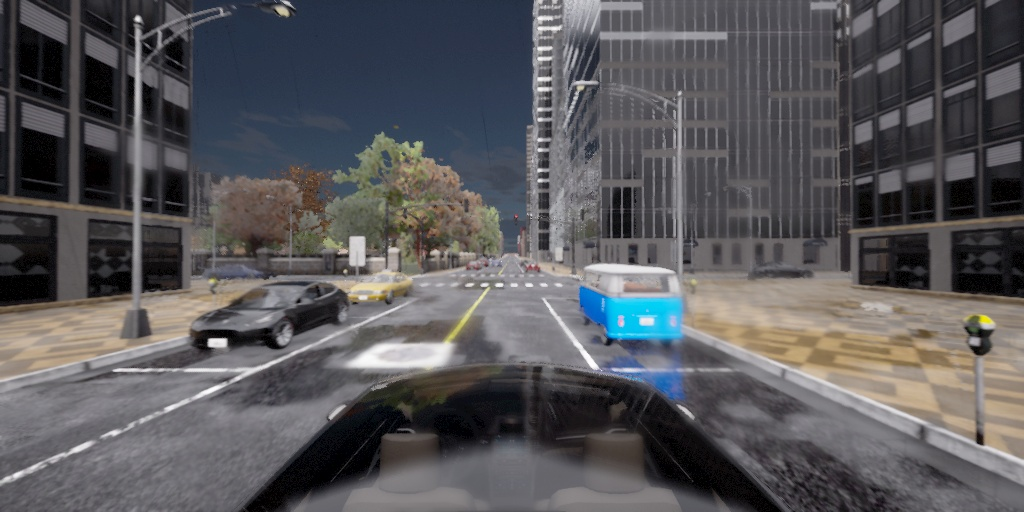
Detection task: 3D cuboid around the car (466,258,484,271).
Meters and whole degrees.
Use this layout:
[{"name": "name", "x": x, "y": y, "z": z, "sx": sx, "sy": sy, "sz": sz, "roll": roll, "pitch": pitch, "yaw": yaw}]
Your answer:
[{"name": "car", "x": -5.696, "y": 1.455, "z": 53.011, "sx": 1.888, "sy": 1.381, "sz": 4.507, "roll": 0, "pitch": 0, "yaw": 0}]

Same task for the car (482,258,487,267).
[{"name": "car", "x": -5.696, "y": 1.479, "z": 58.694, "sx": 2.007, "sy": 1.370, "sz": 4.403, "roll": 0, "pitch": 0, "yaw": 0}]

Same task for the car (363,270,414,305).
[{"name": "car", "x": -5.822, "y": 1.322, "z": 16.441, "sx": 1.751, "sy": 1.417, "sz": 4.829, "roll": 0, "pitch": 0, "yaw": 0}]

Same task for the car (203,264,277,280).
[{"name": "car", "x": -23.527, "y": 1.439, "z": 31.085, "sx": 5.357, "sy": 1.411, "sz": 2.033, "roll": 0, "pitch": 0, "yaw": 1}]

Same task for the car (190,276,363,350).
[{"name": "car", "x": -5.773, "y": 1.340, "z": 9.207, "sx": 1.948, "sy": 1.339, "sz": 4.313, "roll": 0, "pitch": 0, "yaw": 0}]

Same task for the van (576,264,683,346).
[{"name": "van", "x": 2.770, "y": 1.115, "z": 9.209, "sx": 1.690, "sy": 1.789, "sz": 3.998, "roll": 0, "pitch": 0, "yaw": 0}]

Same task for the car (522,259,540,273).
[{"name": "car", "x": 2.686, "y": 1.332, "z": 47.334, "sx": 1.967, "sy": 1.591, "sz": 4.097, "roll": 0, "pitch": 0, "yaw": 0}]

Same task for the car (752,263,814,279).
[{"name": "car", "x": 22.606, "y": 1.271, "z": 30.119, "sx": 4.674, "sy": 1.442, "sz": 1.812, "roll": 0, "pitch": 0, "yaw": 1}]
